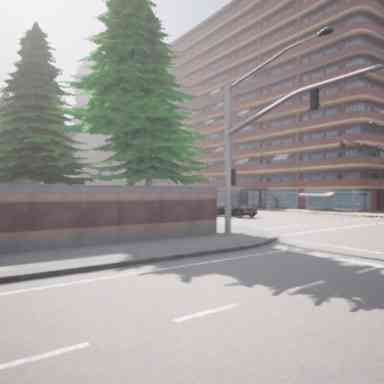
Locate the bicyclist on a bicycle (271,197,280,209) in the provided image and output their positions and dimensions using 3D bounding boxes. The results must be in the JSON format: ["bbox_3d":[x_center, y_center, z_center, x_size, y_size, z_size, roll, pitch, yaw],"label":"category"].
[{"bbox_3d":[10.683,1.400,42.449,1.656,1.620,0.582,0,0,-35],"label":"bicyclist on a bicycle"}]

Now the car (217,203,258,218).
[{"bbox_3d":[3.950,1.684,31.183,1.895,1.301,4.718,0,0,-35],"label":"car"}]
